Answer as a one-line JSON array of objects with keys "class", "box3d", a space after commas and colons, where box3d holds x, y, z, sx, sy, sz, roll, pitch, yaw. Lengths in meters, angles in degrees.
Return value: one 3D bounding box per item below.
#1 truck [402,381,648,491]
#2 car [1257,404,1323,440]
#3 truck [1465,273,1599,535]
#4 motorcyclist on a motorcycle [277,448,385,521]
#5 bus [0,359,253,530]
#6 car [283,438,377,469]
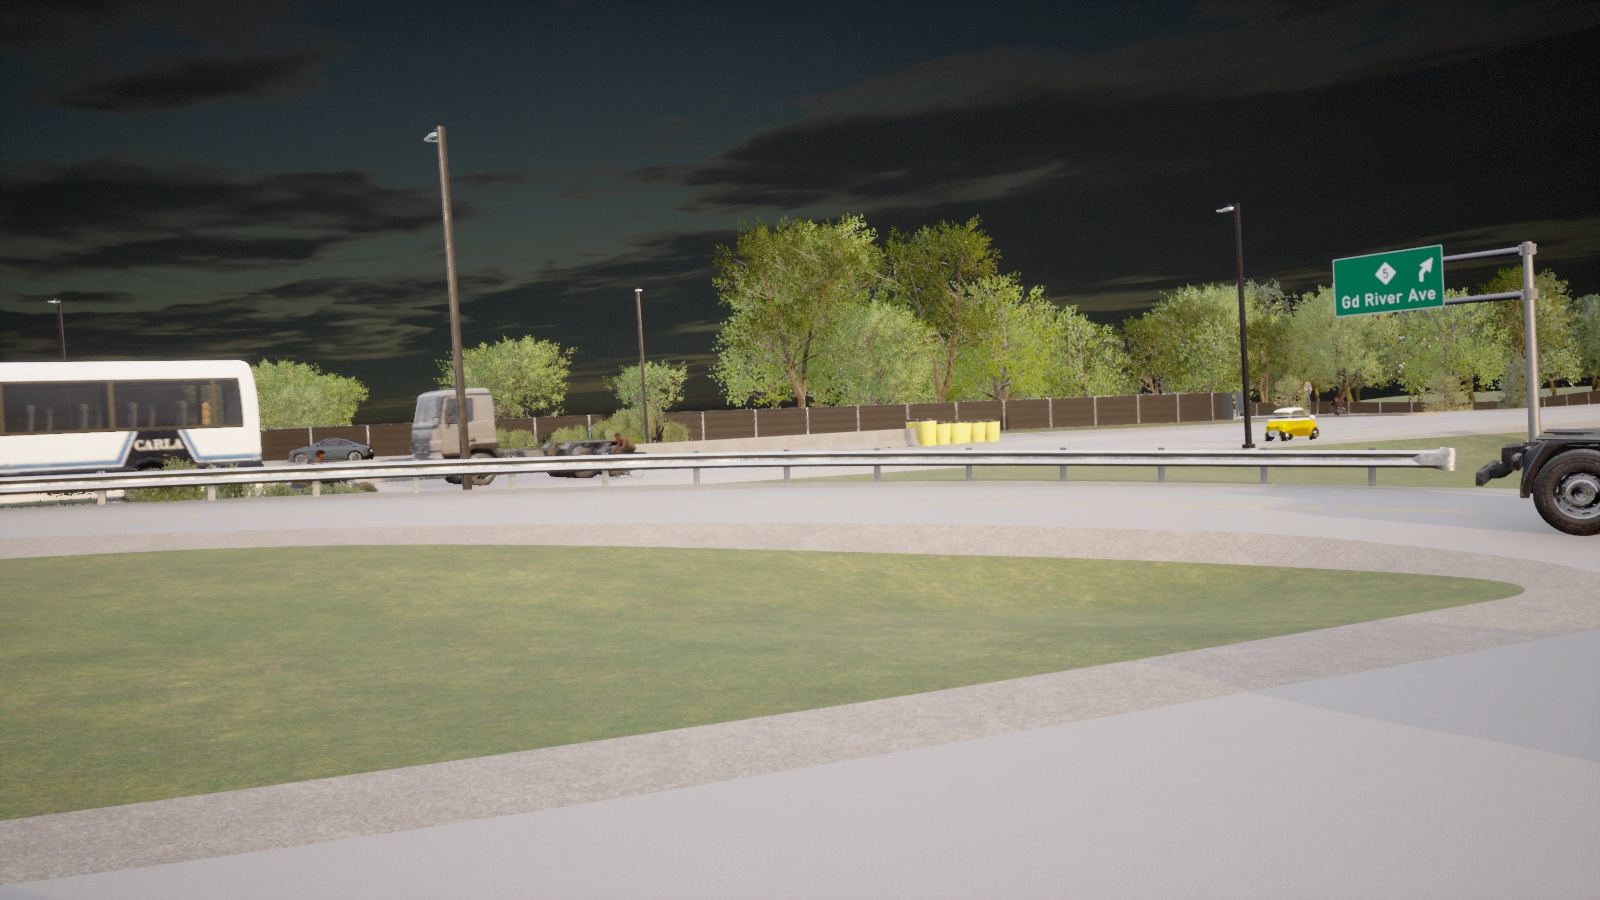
[{"class": "truck", "box3d": [-9.771, -0.564, 45.052, 7.936, 3.462, 2.891, -4, 2, -33]}, {"class": "car", "box3d": [20.244, -1.154, 51.843, 2.207, 1.376, 1.481, -4, 2, -33]}, {"class": "truck", "box3d": [13.357, -0.646, 16.452, 7.936, 3.462, 2.891, 1, 4, 33]}, {"class": "motorcyclist on a motorcycle", "box3d": [-11.693, 0.826, 31.336, 2.350, 1.649, 0.766, -4, 2, -33]}, {"class": "bus", "box3d": [-20.739, -0.135, 33.852, 10.273, 4.253, 3.944, -4, 2, -33]}, {"class": "car", "box3d": [-24.322, 0.178, 65.112, 4.181, 1.385, 1.994, -2, 2, -6]}]
